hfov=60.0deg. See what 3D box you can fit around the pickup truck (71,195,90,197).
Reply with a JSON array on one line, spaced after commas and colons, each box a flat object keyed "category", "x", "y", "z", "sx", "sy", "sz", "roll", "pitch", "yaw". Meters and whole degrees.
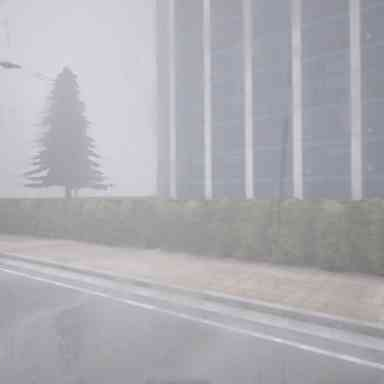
[{"category": "pickup truck", "x": -22.020, "y": 1.620, "z": 66.331, "sx": 6.274, "sy": 2.098, "sz": 2.390, "roll": 0, "pitch": 0, "yaw": -24}]
